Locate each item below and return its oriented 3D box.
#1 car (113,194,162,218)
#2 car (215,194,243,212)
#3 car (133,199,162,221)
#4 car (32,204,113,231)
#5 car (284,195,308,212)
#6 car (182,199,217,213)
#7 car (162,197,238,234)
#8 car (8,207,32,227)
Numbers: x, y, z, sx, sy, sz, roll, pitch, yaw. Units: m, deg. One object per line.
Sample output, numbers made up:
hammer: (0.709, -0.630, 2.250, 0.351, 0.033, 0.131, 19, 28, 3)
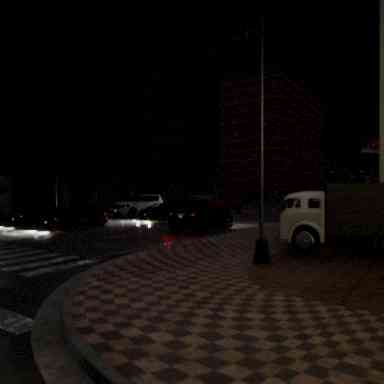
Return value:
car: (-4.921, 1.238, 30.659, 2.150, 2.045, 5.566, 0, 0, 36)
car: (3.557, 1.244, 36.431, 2.150, 2.045, 5.566, 0, 0, 36)
car: (-2.562, 1.587, 27.925, 1.994, 1.385, 4.181, 0, 0, 36)
car: (-7.449, 1.587, 21.103, 1.994, 1.385, 4.181, 0, 0, 34)
car: (14.754, 1.554, 46.997, 1.812, 1.442, 4.674, 0, 0, 26)
car: (0.915, 1.581, 38.730, 1.994, 1.385, 4.181, 0, 0, 37)
car: (0.622, 1.388, 20.064, 2.097, 1.767, 4.553, 0, 0, 36)
car: (-10.364, 1.580, 23.057, 1.994, 1.385, 4.181, 0, 0, 36)
